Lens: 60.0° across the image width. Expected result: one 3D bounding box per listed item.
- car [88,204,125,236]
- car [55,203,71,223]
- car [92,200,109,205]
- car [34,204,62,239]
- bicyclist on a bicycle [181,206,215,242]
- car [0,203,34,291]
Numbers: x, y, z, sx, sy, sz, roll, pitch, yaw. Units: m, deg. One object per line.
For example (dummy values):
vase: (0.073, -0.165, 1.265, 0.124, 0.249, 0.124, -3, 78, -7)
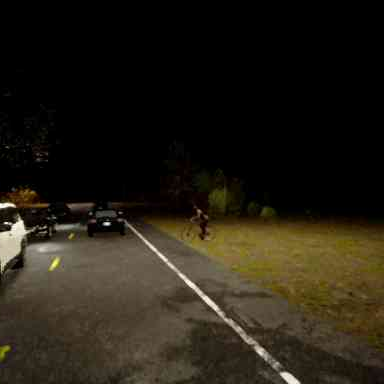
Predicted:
car: (-5.024, 1.663, 19.419, 1.994, 1.385, 4.181, -1, 0, -16)
car: (-11.311, 1.703, 28.015, 1.882, 1.535, 5.008, -1, 0, -16)
car: (-11.703, 1.744, 42.536, 1.837, 1.490, 4.892, -1, 0, -16)
car: (-8.455, 1.672, 18.025, 1.837, 1.490, 4.892, -1, 0, -16)
bicyclist on a bicycle: (0.288, 1.468, 15.123, 1.656, 1.620, 0.582, 0, 0, -16)
car: (-5.741, 1.335, 8.472, 2.150, 2.045, 5.566, -1, 0, -18)
